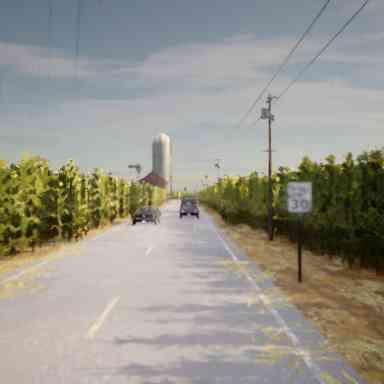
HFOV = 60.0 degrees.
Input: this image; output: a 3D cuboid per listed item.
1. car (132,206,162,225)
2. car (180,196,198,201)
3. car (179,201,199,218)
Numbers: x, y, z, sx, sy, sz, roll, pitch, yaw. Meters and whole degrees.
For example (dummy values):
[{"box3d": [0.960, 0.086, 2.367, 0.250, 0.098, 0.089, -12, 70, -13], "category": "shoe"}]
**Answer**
[{"box3d": [-3.441, 1.799, 25.865, 1.895, 1.301, 4.718, 0, 0, -1], "category": "car"}, {"box3d": [-0.412, 1.536, 45.455, 2.150, 2.045, 5.566, 0, 0, 0], "category": "car"}, {"box3d": [-0.260, 1.828, 32.861, 1.895, 1.301, 4.718, 0, 0, 0], "category": "car"}]
